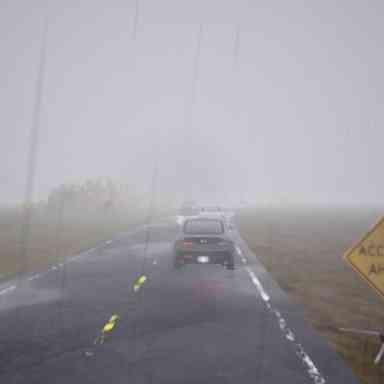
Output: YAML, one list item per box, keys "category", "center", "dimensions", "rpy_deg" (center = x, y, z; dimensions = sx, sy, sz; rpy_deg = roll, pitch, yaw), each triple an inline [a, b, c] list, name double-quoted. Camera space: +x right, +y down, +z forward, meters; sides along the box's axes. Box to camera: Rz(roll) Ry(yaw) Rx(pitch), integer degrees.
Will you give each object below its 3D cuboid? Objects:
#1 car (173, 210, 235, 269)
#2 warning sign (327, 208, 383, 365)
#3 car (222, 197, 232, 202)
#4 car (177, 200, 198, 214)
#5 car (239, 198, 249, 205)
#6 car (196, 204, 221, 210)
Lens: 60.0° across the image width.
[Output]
- category: "car"
  center: [0.434, 1.623, 11.656]
  dimensions: [1.837, 1.490, 4.892]
  rpy_deg: [0, 0, 3]
- category: "warning sign"
  center: [2.702, 1.165, 4.548]
  dimensions: [1.300, 1.860, 1.060]
  rpy_deg: [0, -1, 1]
- category: "car"
  center: [8.373, 1.900, 78.843]
  dimensions: [2.097, 1.767, 4.553]
  rpy_deg: [0, -1, 16]
- category: "car"
  center: [-0.316, 1.722, 38.159]
  dimensions: [2.097, 1.767, 4.553]
  rpy_deg: [0, -1, 8]
- category: "car"
  center: [12.301, 2.215, 77.847]
  dimensions: [1.882, 1.535, 5.008]
  rpy_deg: [0, -1, 16]
- category: "car"
  center: [1.703, 1.880, 28.504]
  dimensions: [1.895, 1.301, 4.718]
  rpy_deg: [0, -1, 6]
